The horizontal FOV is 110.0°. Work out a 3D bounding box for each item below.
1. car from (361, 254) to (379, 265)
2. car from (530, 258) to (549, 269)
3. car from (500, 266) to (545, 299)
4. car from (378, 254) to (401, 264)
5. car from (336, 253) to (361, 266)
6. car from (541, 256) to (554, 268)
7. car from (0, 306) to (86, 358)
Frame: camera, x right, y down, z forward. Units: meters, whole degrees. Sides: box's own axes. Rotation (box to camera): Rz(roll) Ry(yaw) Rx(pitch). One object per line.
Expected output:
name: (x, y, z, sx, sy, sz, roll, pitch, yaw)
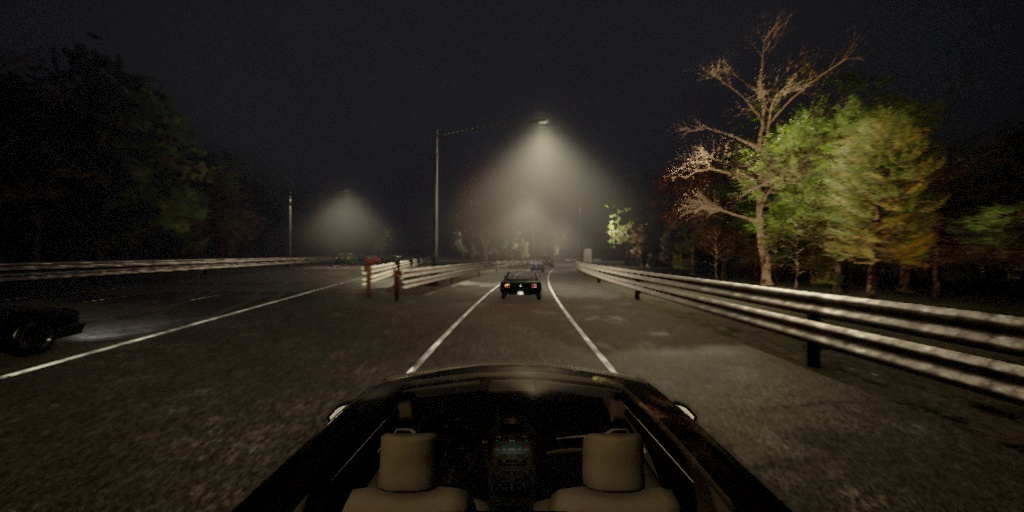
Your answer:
car: (-22.756, 0.783, 58.572, 1.882, 1.535, 5.008, 0, 0, -10)
car: (3.383, 1.378, 47.045, 2.033, 1.411, 5.357, 0, 0, 8)
car: (0.516, 1.380, 18.256, 1.895, 1.301, 4.718, 0, 0, 3)
car: (-18.370, 0.832, 54.063, 1.882, 1.535, 5.008, 0, 0, -10)
car: (-25.906, 0.514, 56.343, 2.150, 2.045, 5.566, 0, 0, -10)
car: (6.296, 1.073, 64.414, 2.150, 2.045, 5.566, 0, 0, 12)
car: (-9.339, 1.147, 4.825, 2.033, 1.411, 5.357, 0, 0, -10)
